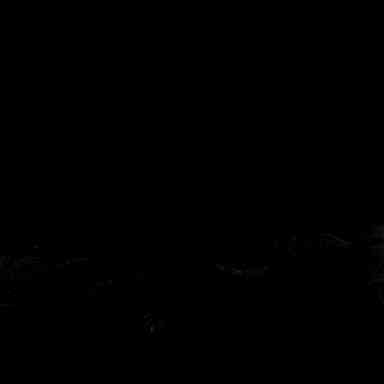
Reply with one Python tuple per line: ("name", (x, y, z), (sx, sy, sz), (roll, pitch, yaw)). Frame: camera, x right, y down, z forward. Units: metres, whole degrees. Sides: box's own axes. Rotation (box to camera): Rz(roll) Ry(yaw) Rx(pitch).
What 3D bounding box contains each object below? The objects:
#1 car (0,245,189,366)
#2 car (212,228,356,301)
("car", (-2.050, 1.566, 5.075), (4.313, 1.339, 1.947), (0, 0, -35))
("car", (2.430, 1.582, 8.269), (4.206, 1.307, 1.802), (0, 0, -35))
